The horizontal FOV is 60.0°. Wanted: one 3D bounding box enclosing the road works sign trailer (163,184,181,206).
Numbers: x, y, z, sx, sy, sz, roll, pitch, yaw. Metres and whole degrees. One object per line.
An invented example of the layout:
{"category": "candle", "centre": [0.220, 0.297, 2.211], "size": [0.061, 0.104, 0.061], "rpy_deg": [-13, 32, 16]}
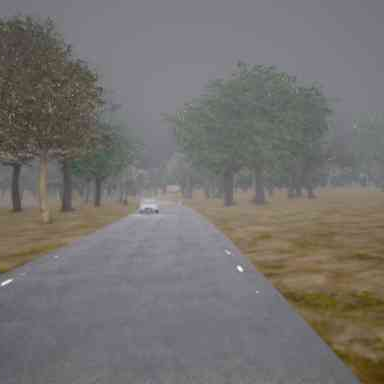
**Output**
{"category": "road works sign trailer", "centre": [-3.033, 0.500, 54.310], "size": [2.380, 3.560, 2.880], "rpy_deg": [0, 0, -7]}

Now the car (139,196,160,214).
{"category": "car", "centre": [-4.389, 1.491, 34.536], "size": [1.812, 1.442, 4.674], "rpy_deg": [0, 0, -4]}

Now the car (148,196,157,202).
{"category": "car", "centre": [-9.057, 1.559, 76.429], "size": [1.895, 1.301, 4.718], "rpy_deg": [0, 0, -9]}
